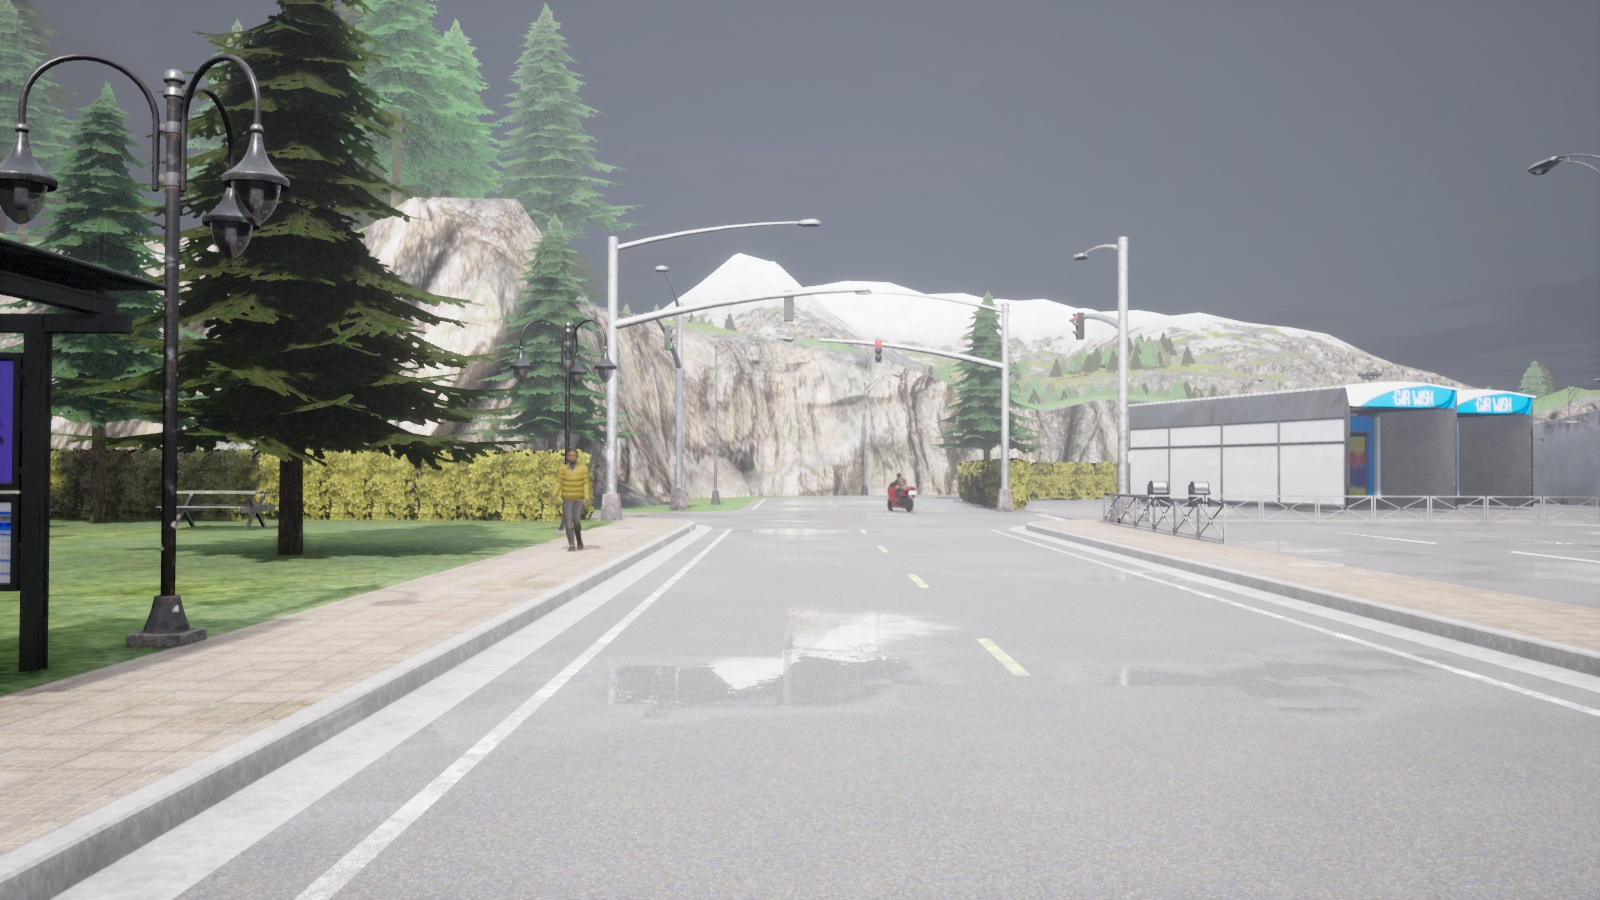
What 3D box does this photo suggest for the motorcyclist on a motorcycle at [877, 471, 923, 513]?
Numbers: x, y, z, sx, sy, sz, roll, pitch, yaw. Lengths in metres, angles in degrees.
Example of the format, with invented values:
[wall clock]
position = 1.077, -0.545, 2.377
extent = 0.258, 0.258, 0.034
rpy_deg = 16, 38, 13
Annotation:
[motorcyclist on a motorcycle]
position = 3.788, 1.588, 47.908
extent = 0.797, 1.523, 2.044
rpy_deg = 3, -2, -25

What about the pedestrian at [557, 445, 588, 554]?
[pedestrian]
position = -3.904, 0.850, 21.614
extent = 0.431, 1.840, 0.709
rpy_deg = 0, -1, -2
